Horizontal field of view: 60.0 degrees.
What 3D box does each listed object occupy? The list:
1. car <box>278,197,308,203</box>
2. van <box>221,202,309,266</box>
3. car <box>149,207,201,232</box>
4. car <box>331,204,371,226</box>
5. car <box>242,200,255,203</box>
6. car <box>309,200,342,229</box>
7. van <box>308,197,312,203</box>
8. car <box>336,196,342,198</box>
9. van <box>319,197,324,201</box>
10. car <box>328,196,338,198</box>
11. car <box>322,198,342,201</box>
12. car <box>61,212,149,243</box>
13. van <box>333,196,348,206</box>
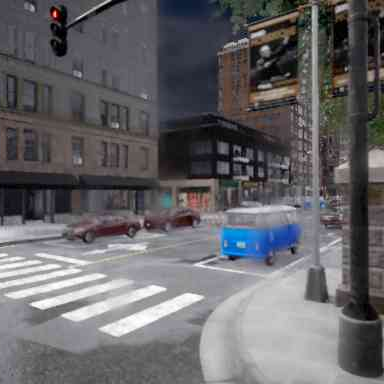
[{"bbox_3d":[11.348,1.485,38.684,2.192,1.841,5.009,-1,0,36],"label":"car"},{"bbox_3d":[2.574,1.402,11.720,1.690,1.788,3.998,-1,0,36],"label":"van"},{"bbox_3d":[-1.220,1.663,21.076,1.887,1.381,4.507,-1,0,36],"label":"car"},{"bbox_3d":[12.000,1.650,24.921,2.008,1.369,4.403,-1,0,36],"label":"car"},{"bbox_3d":[5.064,1.585,29.880,1.967,1.590,4.097,-1,0,36],"label":"car"},{"bbox_3d":[8.858,1.527,20.521,1.967,1.590,4.097,-1,0,36],"label":"car"},{"bbox_3d":[14.491,1.524,43.086,1.690,1.788,3.998,-1,0,36],"label":"van"},{"bbox_3d":[23.917,1.534,56.292,2.192,1.841,5.009,-1,0,36],"label":"car"},{"bbox_3d":[17.633,1.536,47.488,1.690,1.788,3.998,-1,0,36],"label":"van"},{"bbox_3d":[20.776,1.773,51.888,1.947,1.339,4.313,-1,0,36],"label":"car"},{"bbox_3d":[15.013,1.640,33.888,1.837,1.490,4.892,0,0,36],"label":"car"},{"bbox_3d":[-4.402,1.687,16.621,1.802,1.307,4.206,-1,-1,38],"label":"car"},{"bbox_3d":[27.059,1.572,60.693,1.690,1.788,3.998,-1,0,36],"label":"van"}]
